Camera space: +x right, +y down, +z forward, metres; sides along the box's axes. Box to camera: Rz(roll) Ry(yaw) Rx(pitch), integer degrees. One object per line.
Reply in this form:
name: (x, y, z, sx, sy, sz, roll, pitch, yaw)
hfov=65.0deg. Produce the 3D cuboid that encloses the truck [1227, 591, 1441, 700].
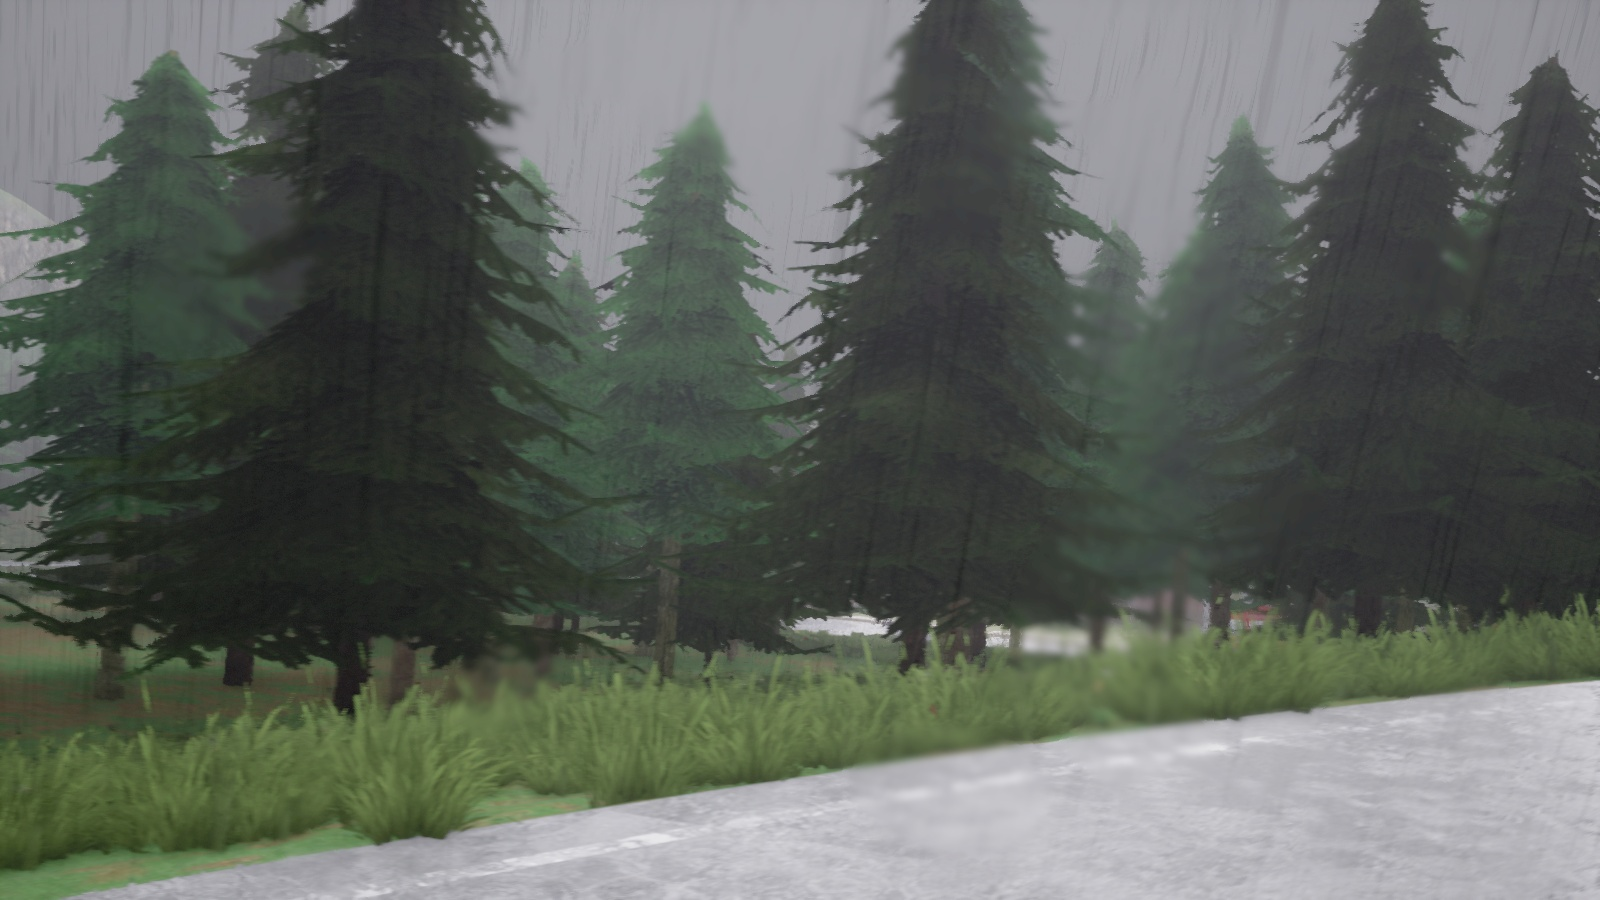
truck: (24.109, 8.710, 56.900, 8.468, 3.827, 2.891, 2, -3, 33)
